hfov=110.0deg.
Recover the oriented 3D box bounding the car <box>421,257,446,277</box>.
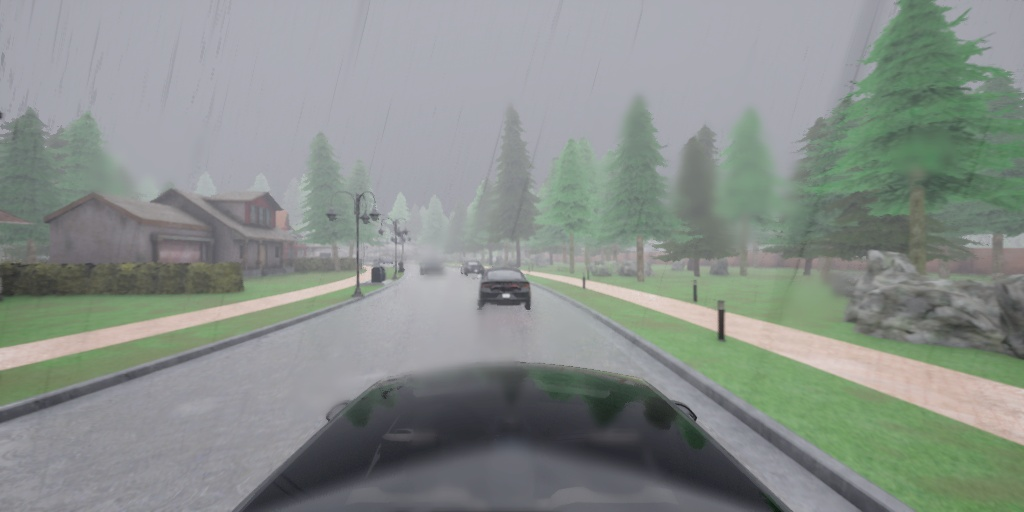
[{"bbox_3d":[-7.447,1.002,33.905,2.097,1.767,4.553,0,0,-15],"label":"car"}]

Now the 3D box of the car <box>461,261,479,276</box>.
[{"bbox_3d":[-3.844,1.154,34.736,1.812,1.442,4.674,0,0,-15],"label":"car"}]

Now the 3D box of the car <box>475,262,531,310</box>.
[{"bbox_3d":[-0.386,1.175,14.504,1.882,1.535,5.008,0,0,-4],"label":"car"}]
